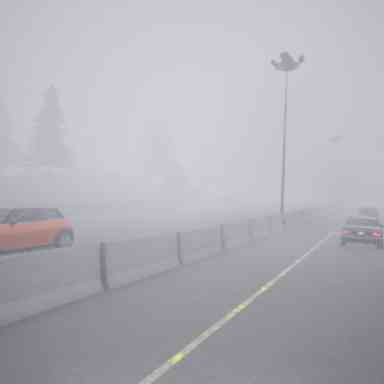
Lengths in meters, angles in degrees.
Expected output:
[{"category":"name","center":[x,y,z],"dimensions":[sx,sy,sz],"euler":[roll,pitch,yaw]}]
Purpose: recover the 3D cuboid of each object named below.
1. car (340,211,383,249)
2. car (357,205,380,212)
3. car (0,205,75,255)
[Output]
[{"category":"car","center":[8.723,1.932,17.038],"dimensions":[2.033,1.411,5.357],"euler":[1,0,29]},{"category":"car","center":[18.480,2.129,34.857],"dimensions":[1.837,1.490,4.892],"euler":[1,1,29]},{"category":"car","center":[-6.428,1.270,11.624],"dimensions":[2.097,1.767,4.553],"euler":[1,-1,29]}]
